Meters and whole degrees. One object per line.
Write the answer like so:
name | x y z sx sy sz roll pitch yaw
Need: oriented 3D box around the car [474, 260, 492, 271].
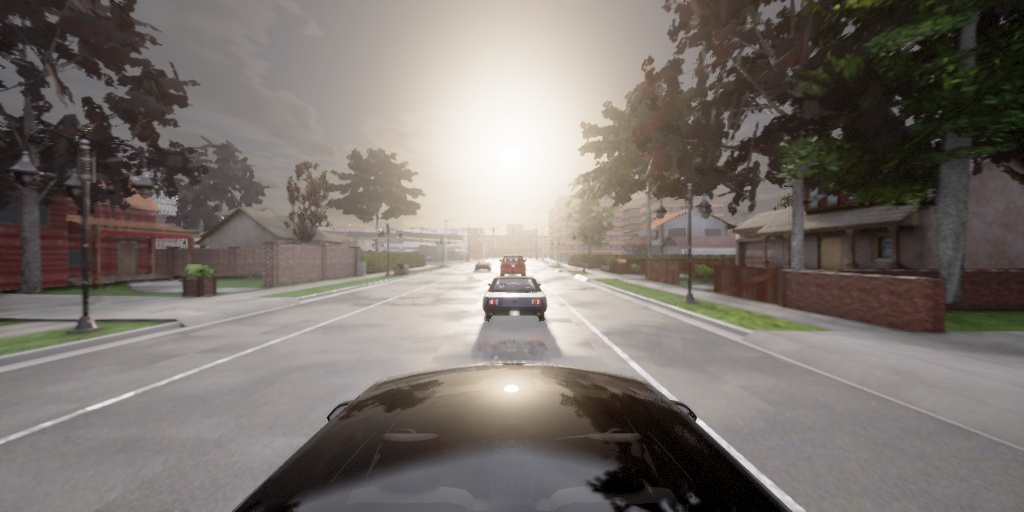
car | -3.571 1.209 44.584 1.895 1.301 4.718 0 0 0

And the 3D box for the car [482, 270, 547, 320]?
car | 0.084 1.332 12.422 1.895 1.301 4.718 0 0 0

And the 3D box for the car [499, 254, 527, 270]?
car | 0.094 0.881 31.418 2.150 2.045 5.566 0 0 0
